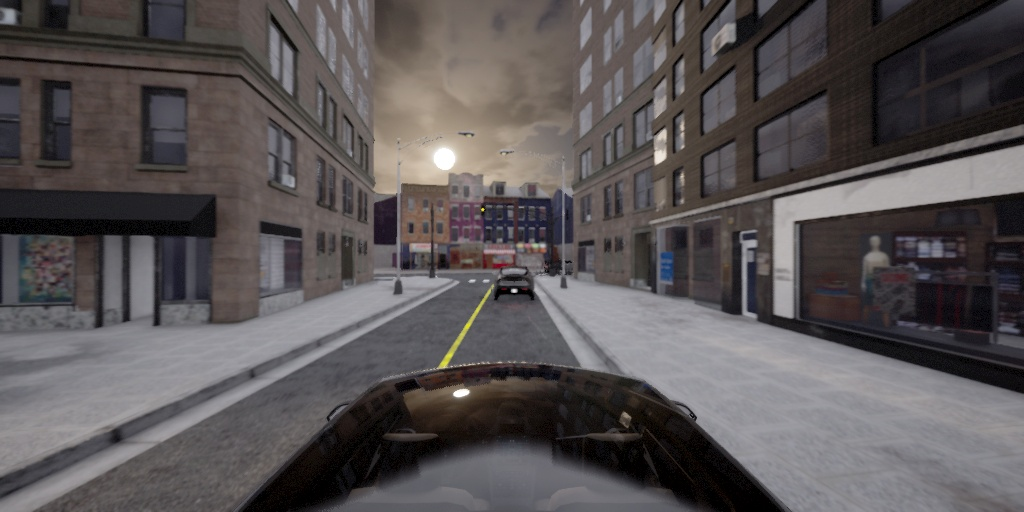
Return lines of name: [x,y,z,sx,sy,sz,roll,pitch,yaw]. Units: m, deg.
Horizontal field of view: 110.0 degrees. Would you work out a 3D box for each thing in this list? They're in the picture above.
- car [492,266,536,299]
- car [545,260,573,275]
car: [0.102,1.211,17.626,1.837,1.490,4.892,0,0,0]
car: [5.609,1.139,34.946,4.892,1.490,1.837,0,-3,-19]
